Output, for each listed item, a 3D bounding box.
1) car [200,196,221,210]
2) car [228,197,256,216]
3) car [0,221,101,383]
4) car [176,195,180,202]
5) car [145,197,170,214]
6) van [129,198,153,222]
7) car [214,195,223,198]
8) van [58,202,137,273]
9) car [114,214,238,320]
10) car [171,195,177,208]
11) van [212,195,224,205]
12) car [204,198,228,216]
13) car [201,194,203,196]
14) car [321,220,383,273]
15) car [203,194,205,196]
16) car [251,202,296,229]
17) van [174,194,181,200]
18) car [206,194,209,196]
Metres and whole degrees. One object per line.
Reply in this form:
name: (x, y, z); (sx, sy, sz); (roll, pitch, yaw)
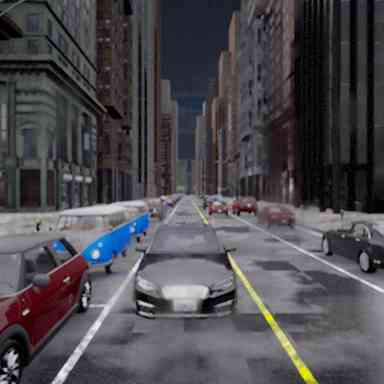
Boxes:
car: (2.361, 1.577, 43.705); (1.837, 1.490, 4.892); (0, 0, -1)
car: (5.216, 1.369, 33.032); (2.192, 1.841, 5.009); (0, 0, -1)
car: (-2.862, 1.444, 4.705); (1.967, 1.590, 4.097); (0, 0, -1)
car: (-3.753, 1.674, 61.063); (1.947, 1.339, 4.313); (0, 0, -1)
car: (-3.219, 1.353, 27.247); (2.192, 1.841, 5.009); (0, 0, -1)
van: (-3.041, 1.361, 15.976); (1.690, 1.788, 3.998); (0, 0, -1)
car: (4.857, 1.626, 55.744); (1.752, 1.417, 4.829); (0, 0, -1)
van: (-2.952, 1.353, 10.340); (1.690, 1.788, 3.998); (0, 0, -1)
car: (-0.143, 1.501, 7.615); (2.128, 1.511, 4.902); (0, 0, -1)
car: (-3.574, 1.627, 49.791); (1.887, 1.381, 4.507); (0, 0, -1)
van: (4.771, 1.455, 61.210); (1.690, 1.788, 3.998); (0, 0, -1)
car: (2.541, 1.578, 33.396); (1.812, 1.442, 4.674); (0, 0, -1)
car: (4.237, 1.635, 95.023); (1.967, 1.590, 4.097); (0, 0, -1)
car: (5.572, 1.568, 10.490); (2.008, 1.369, 4.403); (0, 0, -1)
car: (4.415, 1.718, 83.752); (2.008, 1.369, 4.403); (0, 0, -1)
car: (5.394, 1.579, 21.761); (1.887, 1.381, 4.507); (0, 0, -1)
van: (-3.931, 1.476, 72.335); (1.690, 1.788, 3.998); (0, 0, -1)
car: (4.593, 1.580, 72.481); (1.967, 1.590, 4.097); (0, 0, -1)
